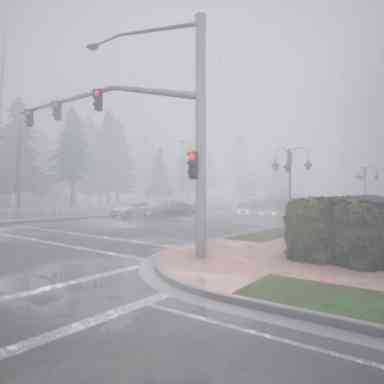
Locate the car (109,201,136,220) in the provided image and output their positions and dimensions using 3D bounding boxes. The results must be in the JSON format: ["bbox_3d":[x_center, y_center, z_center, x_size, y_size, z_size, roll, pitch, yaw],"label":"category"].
[{"bbox_3d":[-4.913,1.512,28.680,1.812,1.442,4.674,0,0,38],"label":"car"}]

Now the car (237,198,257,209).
[{"bbox_3d":[8.160,1.534,44.994,2.033,1.411,5.357,0,0,39],"label":"car"}]

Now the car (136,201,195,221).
[{"bbox_3d":[-1.770,1.480,27.038,2.128,1.511,4.902,0,0,39],"label":"car"}]

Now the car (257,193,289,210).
[{"bbox_3d":[10.915,1.200,42.833,2.150,2.045,5.566,0,0,39],"label":"car"}]
